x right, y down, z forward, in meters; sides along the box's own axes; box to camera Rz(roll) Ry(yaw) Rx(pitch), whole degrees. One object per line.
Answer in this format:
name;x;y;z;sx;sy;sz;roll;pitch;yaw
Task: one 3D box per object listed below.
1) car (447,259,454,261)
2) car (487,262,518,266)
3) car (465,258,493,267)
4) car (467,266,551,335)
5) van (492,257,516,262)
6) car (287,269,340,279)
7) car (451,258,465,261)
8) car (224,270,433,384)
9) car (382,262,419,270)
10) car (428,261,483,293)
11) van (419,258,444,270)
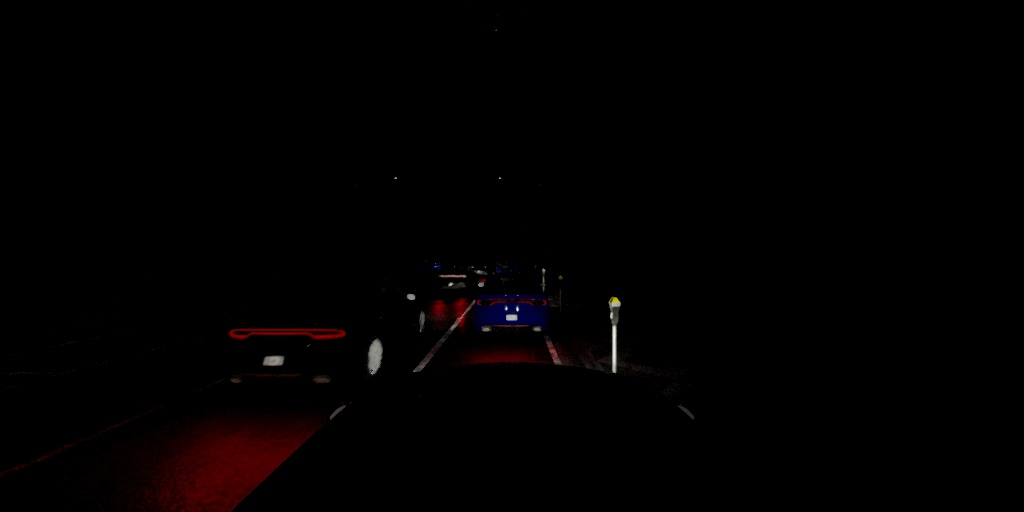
car;-8.908;1.332;44.482;1.948;1.339;4.313;0;0;0
car;-0.383;1.280;22.119;1.751;1.417;4.829;0;0;0
car;-3.100;1.253;35.796;2.128;1.511;4.902;0;0;1
car;-0.006;1.228;10.500;1.882;1.535;5.008;0;0;0
van;-0.383;1.098;27.584;1.690;1.789;3.998;0;0;0
car;-8.908;1.297;16.299;1.888;1.381;4.507;0;0;0
car;-6.188;1.272;45.600;1.837;1.490;4.892;0;0;1
car;-3.145;1.228;7.205;1.882;1.535;5.008;0;0;0
car;-8.908;1.323;27.572;1.948;1.339;4.313;0;0;0
car;-3.100;1.246;20.782;2.128;1.511;4.902;0;0;1
van;-8.908;1.104;38.846;1.690;1.789;3.998;0;0;0
